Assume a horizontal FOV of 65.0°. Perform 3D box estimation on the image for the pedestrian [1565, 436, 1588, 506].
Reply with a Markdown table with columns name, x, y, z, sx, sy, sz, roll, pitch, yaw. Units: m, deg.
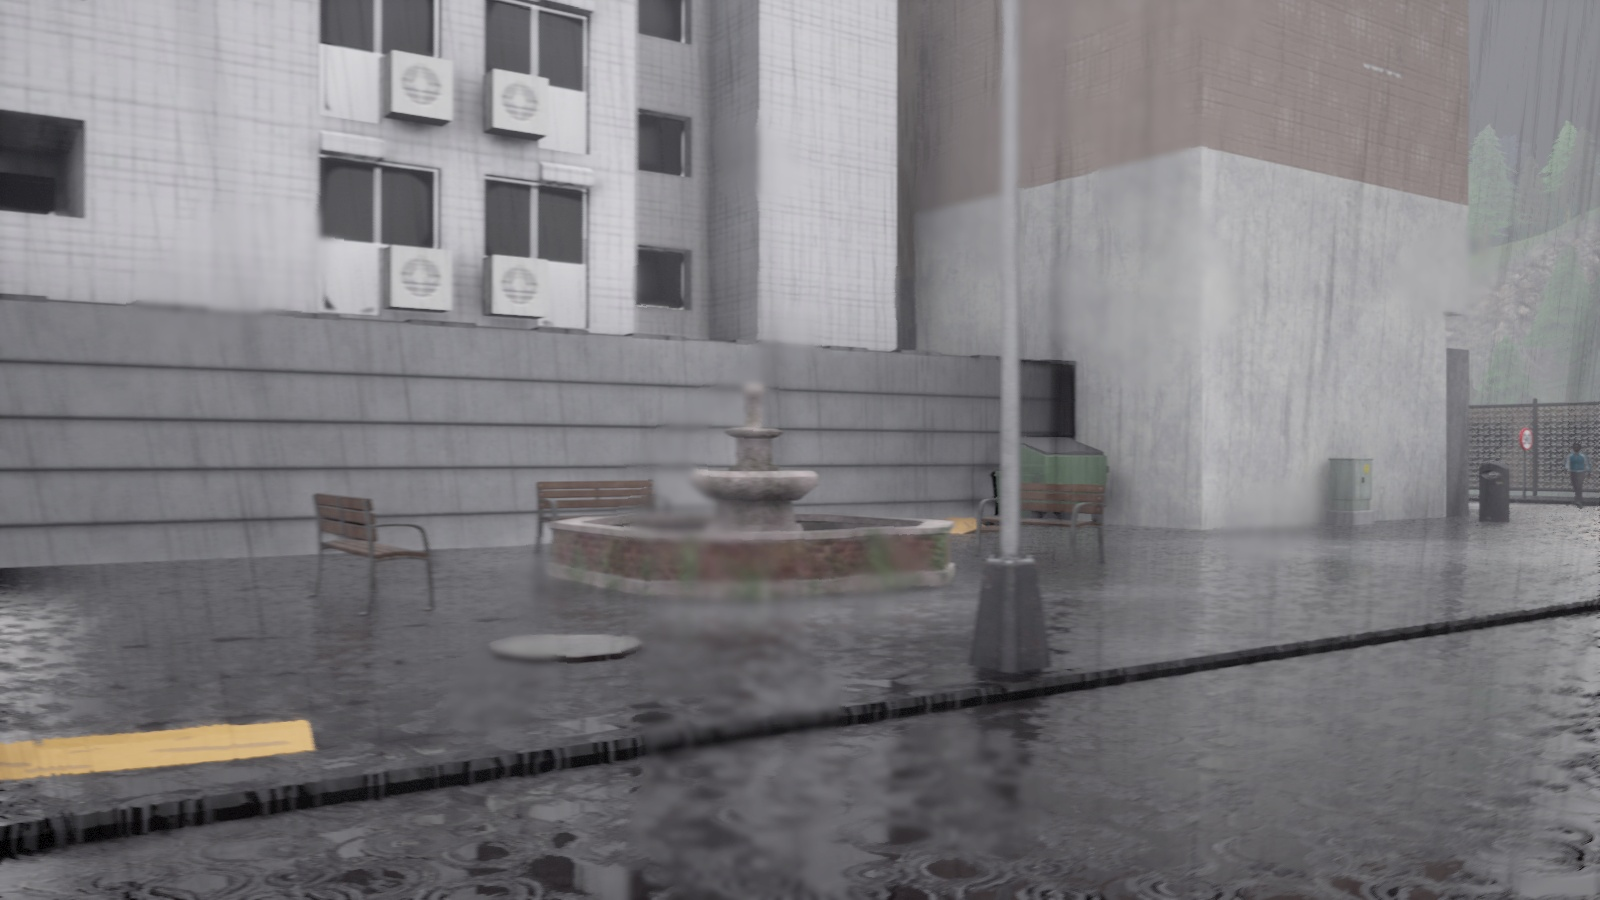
| name | x | y | z | sx | sy | sz | roll | pitch | yaw |
| --- | --- | --- | --- | --- | --- | --- | --- | --- | --- |
| pedestrian | 21.624 | 0.587 | 34.958 | 0.692 | 1.930 | 0.396 | 0 | 0 | -45 |
